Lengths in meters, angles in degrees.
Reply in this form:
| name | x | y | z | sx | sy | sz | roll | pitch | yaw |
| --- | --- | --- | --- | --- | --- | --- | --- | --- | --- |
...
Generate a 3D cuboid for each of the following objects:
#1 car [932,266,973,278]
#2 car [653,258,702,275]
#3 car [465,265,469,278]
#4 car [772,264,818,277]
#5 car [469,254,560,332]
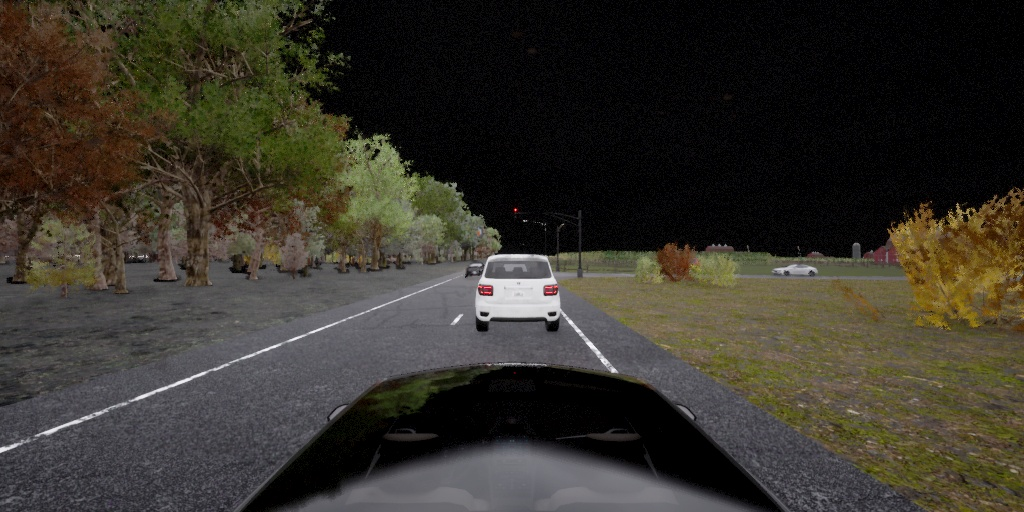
| name | x | y | z | sx | sy | sz | roll | pitch | yaw |
| --- | --- | --- | --- | --- | --- | --- | --- | --- | --- |
| car | 49.014 | 1.848 | 39.081 | 4.181 | 1.385 | 1.994 | 1 | -1 | 0 |
| car | 19.646 | 1.245 | 42.882 | 5.566 | 2.045 | 2.150 | 1 | -1 | 1 |
| car | -3.330 | 1.283 | 34.320 | 1.812 | 1.442 | 4.674 | 0 | 0 | 0 |
| car | 33.710 | 1.702 | 42.781 | 4.674 | 1.442 | 1.812 | 1 | -1 | 2 |
| car | 0.128 | 0.974 | 11.050 | 2.150 | 2.045 | 5.566 | 0 | 0 | -1 |
